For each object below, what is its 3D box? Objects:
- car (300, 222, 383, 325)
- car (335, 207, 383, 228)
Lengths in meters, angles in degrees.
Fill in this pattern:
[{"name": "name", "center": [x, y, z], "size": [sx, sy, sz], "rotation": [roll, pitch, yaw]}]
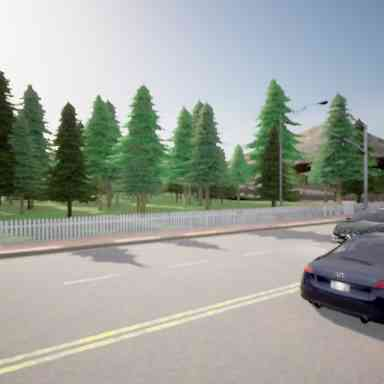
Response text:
[{"name": "car", "center": [4.101, 1.528, 6.696], "size": [4.181, 1.385, 1.994], "rotation": [0, 0, -35]}, {"name": "car", "center": [7.845, 1.433, 13.892], "size": [4.892, 1.490, 1.837], "rotation": [0, 0, -36]}]
